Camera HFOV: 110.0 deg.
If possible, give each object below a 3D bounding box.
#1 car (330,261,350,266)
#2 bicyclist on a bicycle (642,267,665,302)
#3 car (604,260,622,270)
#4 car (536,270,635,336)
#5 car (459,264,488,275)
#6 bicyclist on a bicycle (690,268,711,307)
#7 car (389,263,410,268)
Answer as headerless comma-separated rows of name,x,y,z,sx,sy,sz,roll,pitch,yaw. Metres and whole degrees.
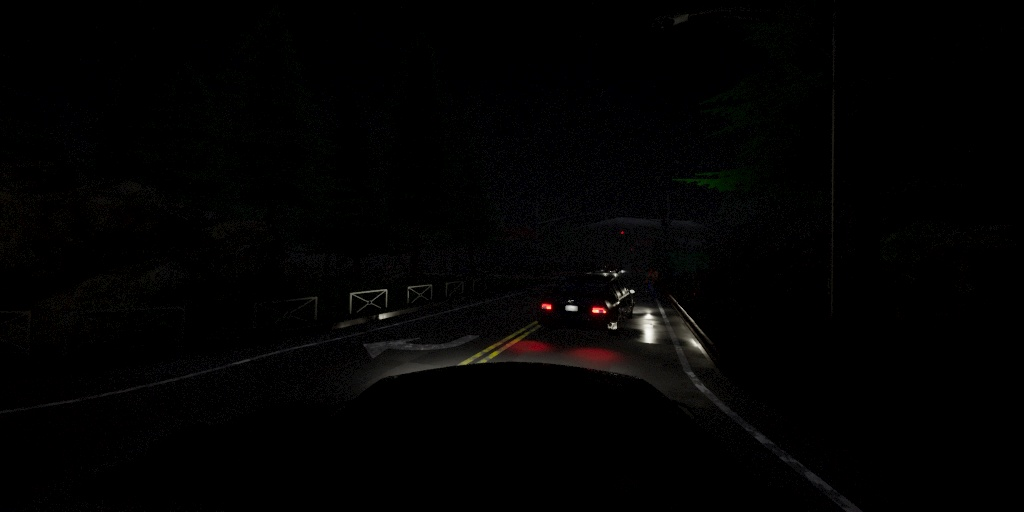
car,-24.240,1.460,52.157,5.357,1.411,2.033,1,-1,24
bicyclist on a bicycle,6.523,1.313,16.499,1.656,1.620,0.582,1,-1,-31
car,16.686,1.771,59.859,2.150,2.045,5.566,1,-1,20
car,2.361,1.263,10.316,2.033,1.411,5.357,1,-1,24
car,-5.112,1.720,44.816,4.181,1.385,1.994,1,-1,20
bicyclist on a bicycle,7.960,1.325,15.108,1.656,1.620,0.582,1,-1,-34
car,-14.492,1.599,48.269,4.181,1.385,1.994,1,-1,21
